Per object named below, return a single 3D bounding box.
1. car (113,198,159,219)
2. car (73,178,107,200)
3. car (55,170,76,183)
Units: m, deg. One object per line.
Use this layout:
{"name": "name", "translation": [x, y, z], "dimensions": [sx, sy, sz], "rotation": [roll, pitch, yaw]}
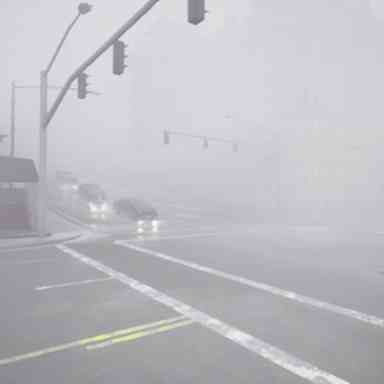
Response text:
{"name": "car", "translation": [-4.762, 1.241, 27.373], "dimensions": [2.033, 1.411, 5.357], "rotation": [1, 4, -36]}
{"name": "car", "translation": [-10.723, -0.129, 35.709], "dimensions": [2.128, 1.511, 4.902], "rotation": [1, 9, -35]}
{"name": "car", "translation": [-16.703, -2.163, 44.093], "dimensions": [2.033, 1.411, 5.357], "rotation": [1, 12, -35]}
